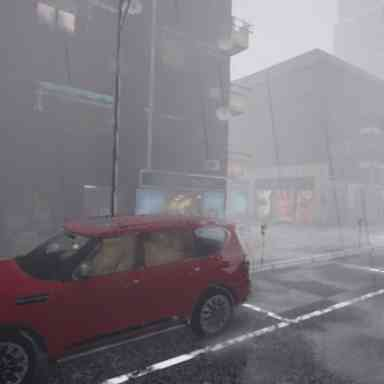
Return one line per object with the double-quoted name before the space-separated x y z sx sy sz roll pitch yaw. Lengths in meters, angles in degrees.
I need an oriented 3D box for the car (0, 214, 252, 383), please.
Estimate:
"car" -1.256 1.336 5.168 5.009 1.841 2.192 1 1 -35
